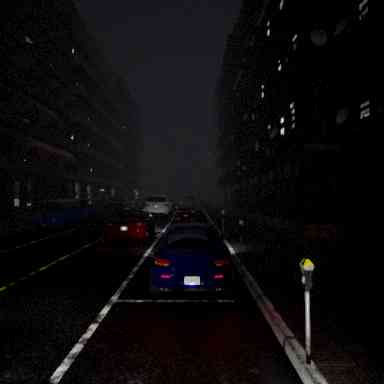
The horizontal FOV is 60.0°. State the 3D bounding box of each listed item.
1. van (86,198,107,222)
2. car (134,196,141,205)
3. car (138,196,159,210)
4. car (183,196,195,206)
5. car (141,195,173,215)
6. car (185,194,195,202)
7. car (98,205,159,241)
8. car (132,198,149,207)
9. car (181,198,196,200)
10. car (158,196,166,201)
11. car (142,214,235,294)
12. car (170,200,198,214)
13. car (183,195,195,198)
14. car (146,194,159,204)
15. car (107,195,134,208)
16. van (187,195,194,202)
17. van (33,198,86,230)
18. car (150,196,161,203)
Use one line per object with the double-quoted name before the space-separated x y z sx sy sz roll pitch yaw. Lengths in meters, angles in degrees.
"van" -8.313 1.368 26.285 1.690 1.788 3.998 1 0 0
"car" -8.312 1.379 42.876 2.192 1.841 5.009 1 0 0
"car" -5.791 1.419 44.866 2.097 1.767 4.553 0 0 0
"car" -0.471 1.553 59.411 1.967 1.590 4.097 1 0 0
"car" -3.012 1.260 30.796 2.150 2.045 5.566 0 0 0
"car" -0.469 1.521 81.536 2.192 1.841 5.009 1 0 0
"car" -2.996 1.577 16.692 1.994 1.385 4.181 0 0 0
"car" -8.319 1.660 53.938 1.947 1.339 4.313 1 0 0
"car" -0.437 1.582 31.754 1.887 1.381 4.507 1 0 0
"car" -8.322 1.847 92.652 1.802 1.307 4.206 1 0 0
"car" 0.003 1.531 8.653 1.812 1.442 4.674 0 0 0
"car" -0.437 1.572 26.224 1.887 1.381 4.507 1 0 0
"car" -0.427 1.490 37.286 1.967 1.590 4.097 1 0 0
"car" -8.314 1.471 70.528 2.192 1.841 5.009 1 0 0
"car" -8.312 1.365 37.346 2.192 1.841 5.009 1 0 0
"van" -0.470 1.576 87.068 1.690 1.788 3.998 1 0 0
"van" -8.312 1.359 20.753 1.690 1.788 3.998 2 0 0
"car" -8.320 1.725 76.059 1.887 1.381 4.507 1 0 0
